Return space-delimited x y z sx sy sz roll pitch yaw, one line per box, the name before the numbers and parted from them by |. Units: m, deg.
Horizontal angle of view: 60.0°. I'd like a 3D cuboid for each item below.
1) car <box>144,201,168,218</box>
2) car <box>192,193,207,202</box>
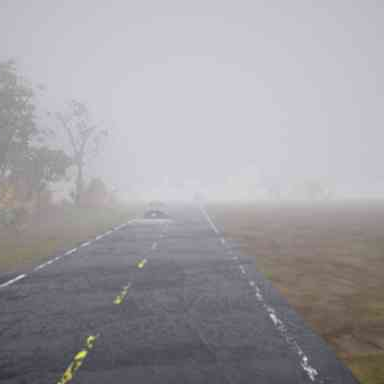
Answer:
car | -3.186 1.525 30.366 2.033 1.411 5.357 0 0 0
car | 1.365 1.128 70.751 2.150 2.045 5.566 0 0 7
